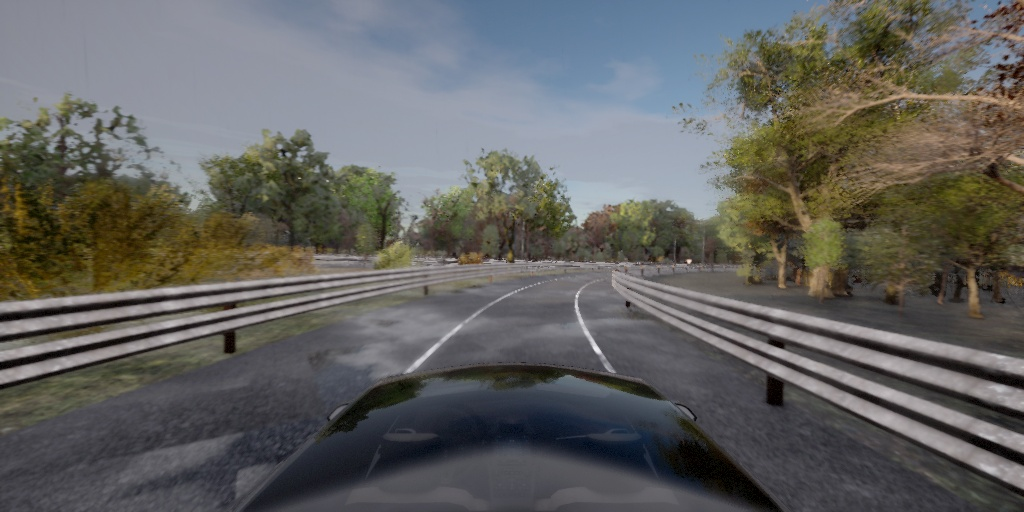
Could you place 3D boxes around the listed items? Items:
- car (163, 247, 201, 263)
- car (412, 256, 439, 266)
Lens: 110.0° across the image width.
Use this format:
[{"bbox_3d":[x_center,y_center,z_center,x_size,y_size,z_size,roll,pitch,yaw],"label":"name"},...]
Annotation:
[{"bbox_3d":[-35.883,-0.129,39.339,4.553,1.767,2.097,2,0,-34],"label":"car"},{"bbox_3d":[-13.828,0.760,58.628,4.902,1.511,2.128,2,0,-34],"label":"car"}]
